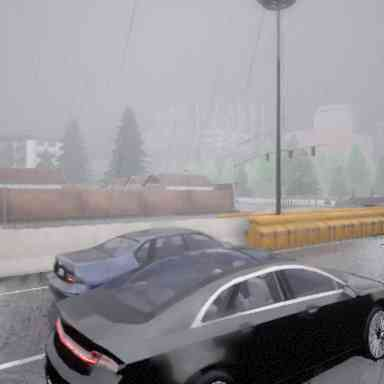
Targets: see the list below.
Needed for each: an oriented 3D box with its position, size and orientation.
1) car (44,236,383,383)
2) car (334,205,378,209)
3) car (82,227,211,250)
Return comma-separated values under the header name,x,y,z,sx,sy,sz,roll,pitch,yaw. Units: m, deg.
name,x,y,z,sx,sy,sz,roll,pitch,yaw
car,0.772,1.499,4.299,4.902,1.511,2.128,0,0,-35
car,12.713,1.261,25.825,4.181,1.385,1.994,0,0,-35
car,-0.429,1.556,7.734,5.357,1.411,2.033,0,0,-35
